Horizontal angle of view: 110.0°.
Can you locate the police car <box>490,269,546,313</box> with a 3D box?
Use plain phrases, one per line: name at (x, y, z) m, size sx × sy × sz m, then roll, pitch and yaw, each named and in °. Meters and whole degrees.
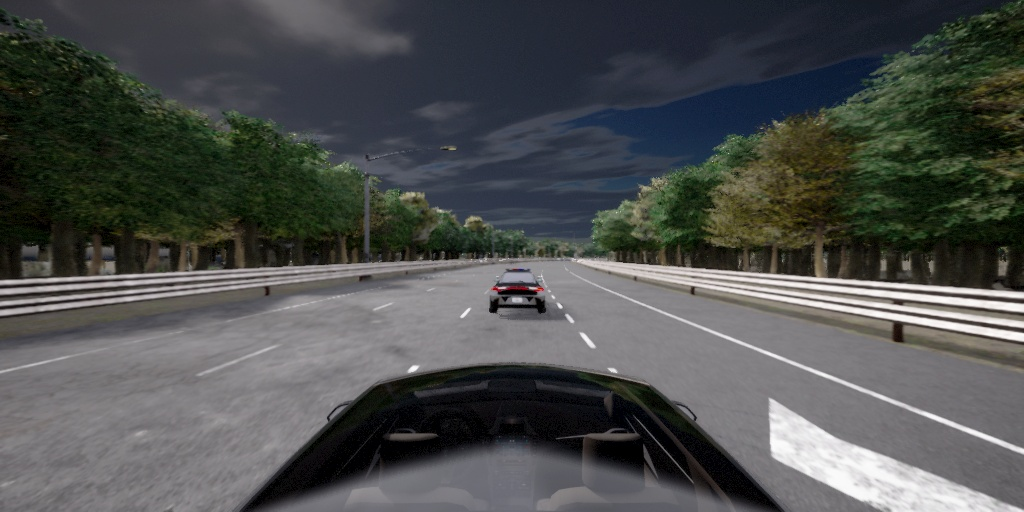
police car at (0.246, 1.282, 14.239) m, size 2.038 × 1.542 × 4.974 m, roll 0°, pitch 0°, yaw 2°
